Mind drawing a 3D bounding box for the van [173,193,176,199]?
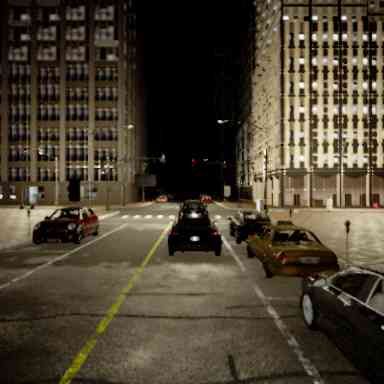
[{"bbox_3d":[-5.676,1.195,87.446,1.690,1.788,3.998,0,0,0],"label":"van"}]

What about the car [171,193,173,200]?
[{"bbox_3d":[-5.708,1.217,70.390,2.192,1.841,5.009,0,0,0],"label":"car"}]

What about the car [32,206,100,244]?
[{"bbox_3d":[-5.686,1.432,15.442,1.967,1.590,4.097,0,0,0],"label":"car"}]

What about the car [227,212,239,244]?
[{"bbox_3d":[2.694,1.543,15.443,2.008,1.369,4.403,0,0,0],"label":"car"}]

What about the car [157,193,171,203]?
[{"bbox_3d":[-5.775,1.357,64.705,1.967,1.590,4.097,0,0,0],"label":"car"}]

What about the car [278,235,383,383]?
[{"bbox_3d":[2.693,1.550,4.104,2.008,1.369,4.403,0,0,0],"label":"car"}]

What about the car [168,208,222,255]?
[{"bbox_3d":[0.100,1.558,13.328,1.994,1.385,4.181,0,0,0],"label":"car"}]

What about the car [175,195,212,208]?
[{"bbox_3d":[0.102,1.336,23.733,2.097,1.767,4.553,0,0,0],"label":"car"}]

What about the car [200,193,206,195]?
[{"bbox_3d":[2.796,1.357,64.703,1.967,1.590,4.097,0,0,0],"label":"car"}]

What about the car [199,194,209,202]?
[{"bbox_3d":[2.702,1.327,76.071,1.967,1.590,4.097,0,0,0],"label":"car"}]

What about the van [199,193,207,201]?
[{"bbox_3d":[2.703,1.211,81.756,1.690,1.788,3.998,0,0,0],"label":"van"}]

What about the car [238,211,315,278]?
[{"bbox_3d":[2.694,1.521,9.945,1.752,1.417,4.829,0,0,0],"label":"car"}]
